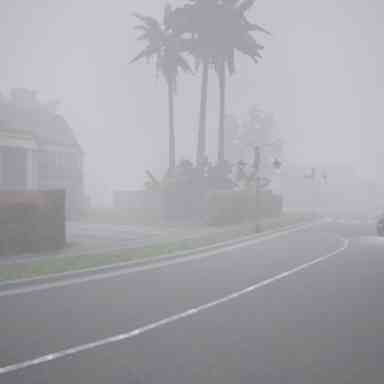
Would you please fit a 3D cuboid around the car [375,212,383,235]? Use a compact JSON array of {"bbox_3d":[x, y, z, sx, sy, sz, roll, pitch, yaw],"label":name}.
[{"bbox_3d":[11.681,1.602,18.764,2.033,1.411,5.357,0,0,35],"label":"car"}]
